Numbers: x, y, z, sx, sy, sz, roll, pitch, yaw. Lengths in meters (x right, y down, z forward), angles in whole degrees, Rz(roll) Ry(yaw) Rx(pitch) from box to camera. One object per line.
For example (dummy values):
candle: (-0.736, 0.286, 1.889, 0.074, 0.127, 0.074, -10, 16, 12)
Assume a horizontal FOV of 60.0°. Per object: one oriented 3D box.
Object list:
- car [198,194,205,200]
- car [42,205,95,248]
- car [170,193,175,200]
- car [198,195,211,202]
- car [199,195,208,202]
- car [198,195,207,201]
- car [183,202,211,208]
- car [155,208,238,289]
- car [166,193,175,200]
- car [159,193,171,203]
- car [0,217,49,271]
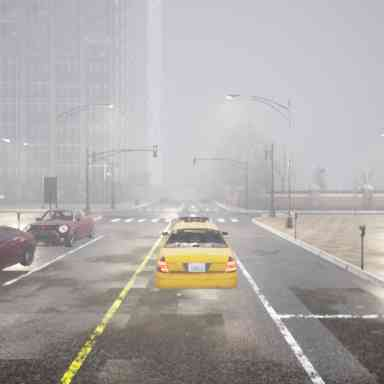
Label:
car: (2.592, 1.407, 91.402, 1.887, 1.381, 4.507, 0, 0, 0)
car: (-5.706, 1.432, 14.572, 1.967, 1.590, 4.097, 0, 0, 0)
car: (-5.928, 1.320, 85.779, 1.967, 1.590, 4.097, 0, 0, 0)
car: (2.682, 1.489, 63.605, 1.947, 1.339, 4.313, 0, 0, 0)
car: (2.609, 1.451, 74.720, 1.887, 1.381, 4.507, 0, 0, 0)
car: (2.603, 1.445, 80.280, 2.008, 1.369, 4.403, 0, 0, 0)
car: (0.095, 1.534, 19.344, 2.033, 1.411, 5.357, 0, 0, 0)
car: (0.089, 1.453, 9.081, 1.801, 1.575, 5.366, 0, 0, 0)
car: (-5.933, 1.177, 91.337, 2.192, 1.841, 5.009, 0, 0, 0)
car: (-5.911, 1.481, 69.095, 1.947, 1.339, 4.313, 0, 0, 0)
car: (-5.700, 1.579, 8.879, 1.802, 1.307, 4.206, 0, 0, 0)
